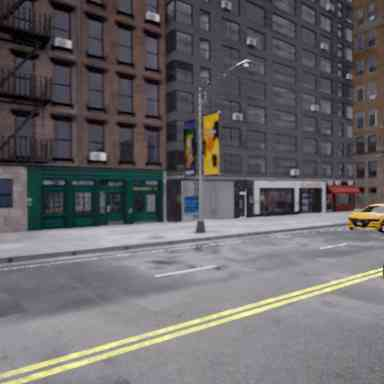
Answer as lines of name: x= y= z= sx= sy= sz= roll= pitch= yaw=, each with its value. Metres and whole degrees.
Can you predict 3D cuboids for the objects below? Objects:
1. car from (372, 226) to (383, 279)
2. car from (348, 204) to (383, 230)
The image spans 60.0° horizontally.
car: x=6.475 y=1.554 z=8.070 sx=4.181 sy=1.385 sz=1.994 roll=0 pitch=0 yaw=-35
car: x=11.183 y=1.458 z=19.639 sx=5.008 sy=1.535 sz=1.882 roll=0 pitch=0 yaw=-35
